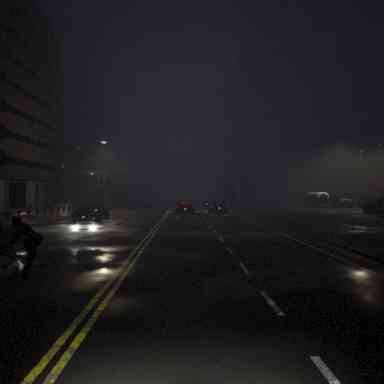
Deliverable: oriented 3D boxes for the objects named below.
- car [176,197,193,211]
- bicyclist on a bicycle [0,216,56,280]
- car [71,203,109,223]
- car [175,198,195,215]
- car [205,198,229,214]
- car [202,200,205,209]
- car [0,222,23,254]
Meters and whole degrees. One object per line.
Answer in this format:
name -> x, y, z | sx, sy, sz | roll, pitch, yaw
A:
car -> -0.950, 1.492, 42.490 | 2.128, 1.511, 4.902 | 0, 0, -1
bicyclist on a bicycle -> -4.364, 1.454, 8.605 | 1.656, 1.620, 0.582 | -2, 0, -1
car -> -7.615, 1.564, 25.157 | 1.994, 1.385, 4.181 | 0, 0, -1
car -> -0.718, 1.564, 33.594 | 1.994, 1.385, 4.181 | 0, 0, -2
car -> 2.699, 1.564, 34.994 | 1.994, 1.385, 4.181 | 0, 0, -1
car -> 2.413, 1.547, 44.227 | 2.033, 1.411, 5.357 | 0, 0, -1
car -> -7.336, 1.547, 10.391 | 2.033, 1.411, 5.357 | 0, 0, -1
